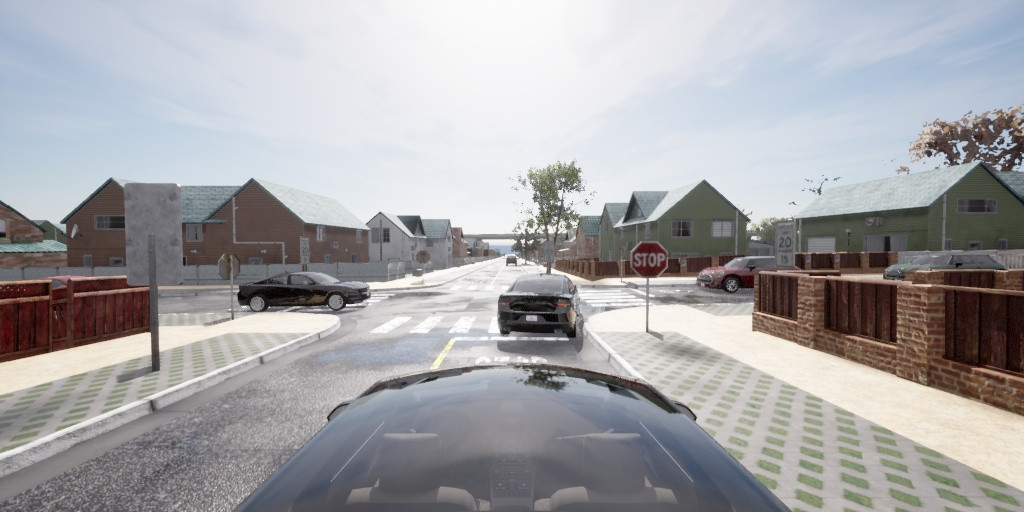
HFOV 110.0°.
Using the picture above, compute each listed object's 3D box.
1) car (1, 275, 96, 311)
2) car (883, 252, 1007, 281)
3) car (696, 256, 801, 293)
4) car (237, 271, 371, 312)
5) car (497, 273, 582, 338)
[{"bbox_3d":[-18.038,1.548,14.789,5.008,1.535,1.882,-1,2,0],"label":"car"},{"bbox_3d":[21.681,0.648,18.057,4.553,1.767,2.097,-1,2,0],"label":"car"},{"bbox_3d":[11.786,0.822,17.973,4.553,1.767,2.097,-1,2,0],"label":"car"},{"bbox_3d":[-8.485,1.378,14.864,5.008,1.535,1.882,-1,2,0],"label":"car"},{"bbox_3d":[0.947,1.225,10.349,1.882,1.535,5.008,0,0,12],"label":"car"}]
